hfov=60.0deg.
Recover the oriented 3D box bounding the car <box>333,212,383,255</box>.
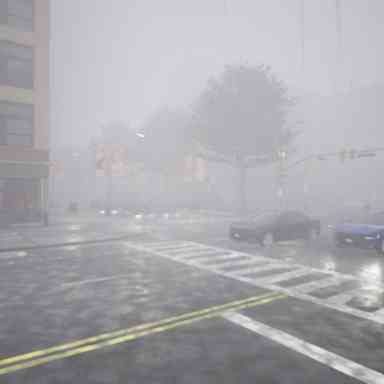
[{"bbox_3d":[7.936,1.574,13.973,5.008,1.535,1.882,0,0,-36],"label":"car"}]

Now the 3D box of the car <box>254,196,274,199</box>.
[{"bbox_3d":[15.844,1.685,71.798,2.002,1.452,4.674,0,0,-36],"label":"car"}]

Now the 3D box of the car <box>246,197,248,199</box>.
[{"bbox_3d":[15.001,1.878,85.729,1.895,1.301,4.718,0,0,-36],"label":"car"}]

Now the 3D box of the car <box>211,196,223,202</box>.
[{"bbox_3d":[5.358,1.751,79.268,2.161,1.482,4.786,0,0,-36],"label":"car"}]

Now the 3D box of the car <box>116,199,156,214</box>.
[{"bbox_3d":[-6.213,1.613,36.489,1.837,1.490,4.892,0,0,-36],"label":"car"}]

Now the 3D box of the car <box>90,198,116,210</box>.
[{"bbox_3d":[-12.042,1.586,44.614,1.882,1.535,5.008,0,0,-35],"label":"car"}]

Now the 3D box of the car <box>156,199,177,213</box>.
[{"bbox_3d":[-3.558,1.636,38.791,1.837,1.490,4.892,0,0,-36],"label":"car"}]

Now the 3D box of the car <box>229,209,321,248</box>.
[{"bbox_3d":[3.911,1.558,15.395,5.008,1.535,1.882,0,0,-36],"label":"car"}]

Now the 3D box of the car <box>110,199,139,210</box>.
[{"bbox_3d":[-9.608,1.679,47.233,2.033,1.411,5.357,0,0,-35],"label":"car"}]
